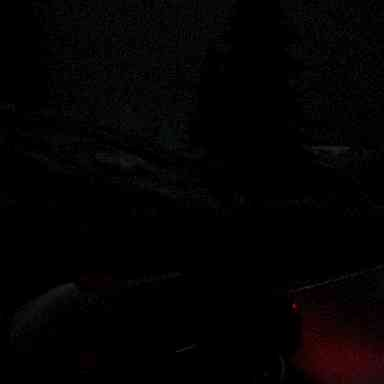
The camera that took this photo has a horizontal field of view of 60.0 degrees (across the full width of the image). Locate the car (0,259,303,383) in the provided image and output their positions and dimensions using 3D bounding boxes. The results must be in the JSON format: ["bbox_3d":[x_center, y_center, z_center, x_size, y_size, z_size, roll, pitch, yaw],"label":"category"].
[{"bbox_3d":[-0.781,1.526,3.408,4.674,1.442,1.812,-1,0,-36],"label":"car"}]
